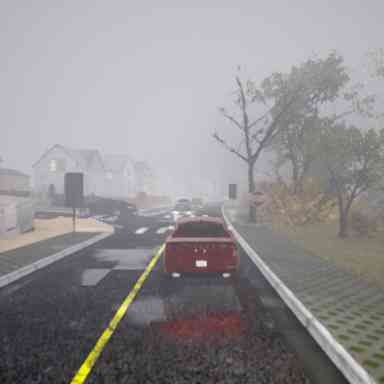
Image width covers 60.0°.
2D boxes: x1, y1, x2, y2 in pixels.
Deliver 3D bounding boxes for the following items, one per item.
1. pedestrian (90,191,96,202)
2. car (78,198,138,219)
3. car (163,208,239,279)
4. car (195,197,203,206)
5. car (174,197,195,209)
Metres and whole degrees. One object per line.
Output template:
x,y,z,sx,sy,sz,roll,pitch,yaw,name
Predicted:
-8.922,0.771,29.910,0.375,1.860,0.375,0,-3,2,pedestrian
-6.699,1.243,26.596,4.892,1.490,1.837,4,-3,18,car
0.265,1.472,10.017,1.882,1.535,5.008,0,0,1,car
0.920,1.615,59.298,1.882,1.535,5.008,0,0,7,car
-1.035,1.558,40.674,1.812,1.442,4.674,0,0,5,car
